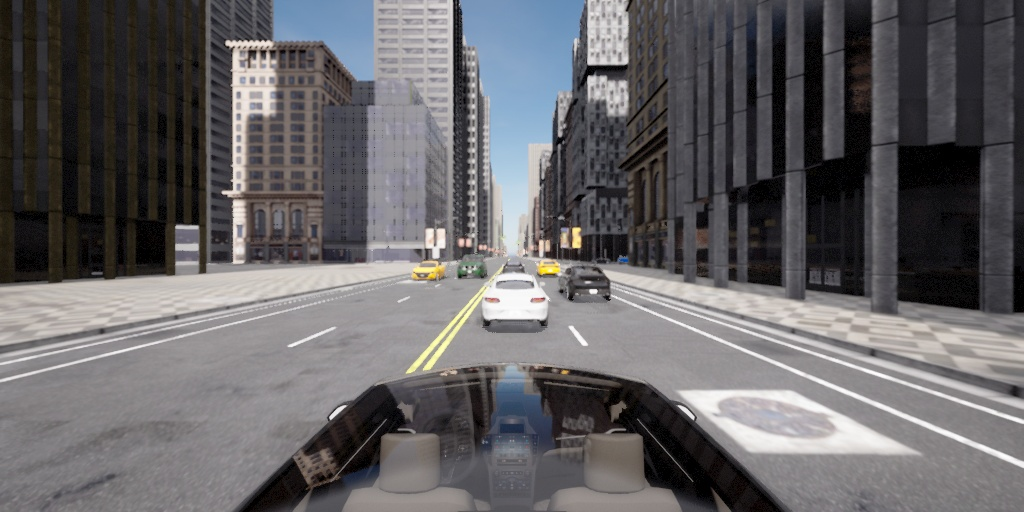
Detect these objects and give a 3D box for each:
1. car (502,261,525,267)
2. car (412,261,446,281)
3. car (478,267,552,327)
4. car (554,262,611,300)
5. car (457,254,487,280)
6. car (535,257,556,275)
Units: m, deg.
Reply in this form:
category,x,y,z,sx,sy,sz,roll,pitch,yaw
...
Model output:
category,x,y,z,sx,sy,sz,roll,pitch,yaw
car,0.133,1.148,32.459,2.128,1.511,4.902,0,0,0
car,-6.567,1.146,28.773,1.882,1.535,5.008,0,0,0
car,0.089,1.247,11.231,1.812,1.442,4.674,0,0,0
car,3.362,1.207,17.210,1.837,1.490,4.892,0,0,0
car,-3.314,0.885,30.761,2.150,2.045,5.566,0,0,0
car,3.387,1.130,33.974,1.882,1.535,5.008,0,0,0
